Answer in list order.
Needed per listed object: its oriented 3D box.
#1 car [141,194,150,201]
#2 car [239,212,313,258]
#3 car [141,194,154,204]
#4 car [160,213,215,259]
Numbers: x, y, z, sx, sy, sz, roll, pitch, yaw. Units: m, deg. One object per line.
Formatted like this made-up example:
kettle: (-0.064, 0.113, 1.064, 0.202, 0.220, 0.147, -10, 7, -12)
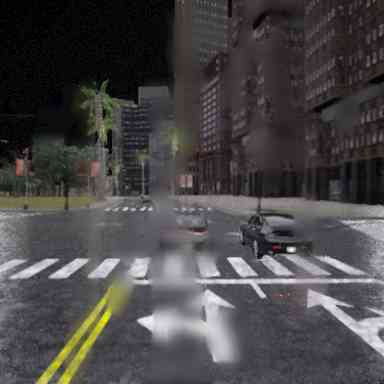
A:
car: (-10.354, 1.175, 73.602, 1.895, 1.301, 4.718, 0, 1, -11)
car: (3.057, 1.544, 12.880, 1.837, 1.490, 4.892, 0, 0, -2)
car: (-7.677, 1.283, 57.574, 2.033, 1.411, 5.357, 0, 1, -8)
car: (-0.191, 1.530, 12.759, 2.128, 1.511, 4.902, 0, 0, -2)
